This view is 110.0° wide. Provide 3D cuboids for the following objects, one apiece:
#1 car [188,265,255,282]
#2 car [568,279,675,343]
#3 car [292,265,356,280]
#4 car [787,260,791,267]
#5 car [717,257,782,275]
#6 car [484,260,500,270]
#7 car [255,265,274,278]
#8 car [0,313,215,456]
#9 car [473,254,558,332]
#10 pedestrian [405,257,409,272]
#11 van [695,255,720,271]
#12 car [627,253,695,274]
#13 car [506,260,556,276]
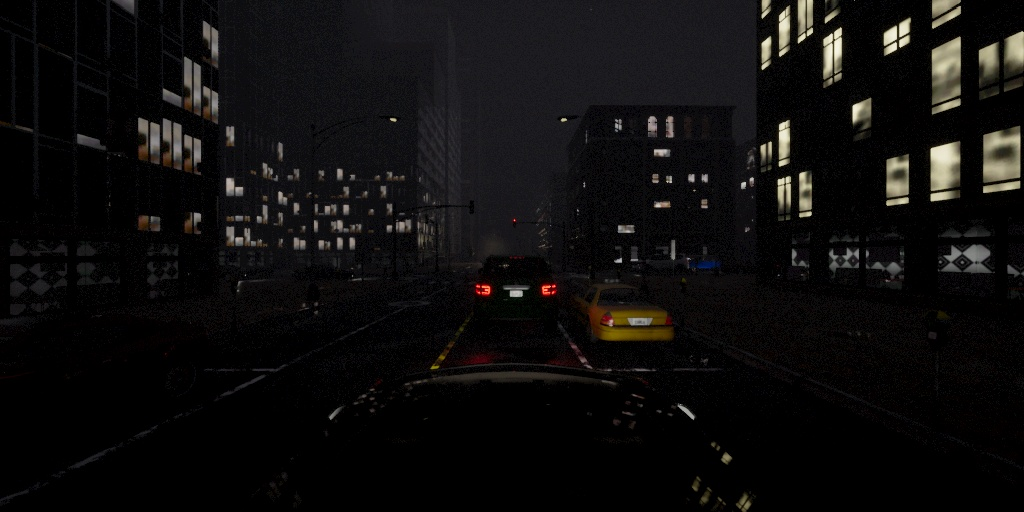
[{"bbox_3d":[-27.536,1.602,33.726,4.892,1.490,1.837,-1,0,-1],"label":"car"},{"bbox_3d":[2.558,1.275,9.475,1.751,1.417,4.829,0,0,0],"label":"car"},{"bbox_3d":[-17.721,1.514,33.861,5.357,1.411,2.033,-1,0,-1],"label":"car"},{"bbox_3d":[28.455,0.925,34.426,5.357,1.411,2.033,-1,0,-1],"label":"car"},{"bbox_3d":[21.057,1.019,31.878,4.507,1.381,1.888,0,0,-1],"label":"car"},{"bbox_3d":[-2.898,1.299,53.183,2.033,1.411,5.357,0,0,0],"label":"car"},{"bbox_3d":[-28.439,1.648,39.096,4.403,1.370,2.007,0,0,-1],"label":"car"},{"bbox_3d":[-5.317,1.332,3.738,1.802,1.307,4.207,0,0,0],"label":"car"},{"bbox_3d":[0.090,0.971,11.028,2.150,2.045,5.566,0,0,0],"label":"car"},{"bbox_3d":[-12.390,1.020,42.297,0.375,1.860,0.375,0,1,-1],"label":"pedestrian"},{"bbox_3d":[20.941,0.799,39.758,3.998,1.789,1.690,0,0,-1],"label":"van"},{"bbox_3d":[15.398,0.755,37.228,5.566,2.045,2.150,-1,0,-1],"label":"car"},{"bbox_3d":[1.894,1.196,36.700,4.902,1.511,2.128,0,1,41],"label":"car"}]
